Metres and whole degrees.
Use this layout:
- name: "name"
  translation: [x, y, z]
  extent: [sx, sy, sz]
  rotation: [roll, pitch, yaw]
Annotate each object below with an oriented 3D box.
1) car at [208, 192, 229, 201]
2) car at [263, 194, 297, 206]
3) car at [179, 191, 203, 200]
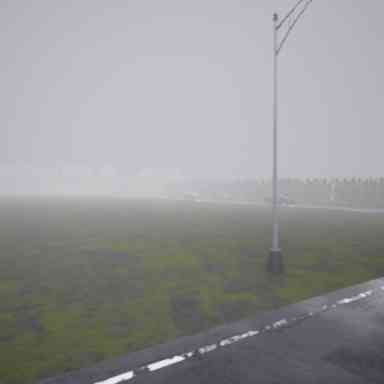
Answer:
- name: "car"
  translation: [4.830, 0.820, 61.267]
  extent: [2.128, 1.511, 4.902]
  rotation: [1, 0, -35]
- name: "car"
  translation: [12.157, 1.062, 46.094]
  extent: [1.882, 1.535, 5.008]
  rotation: [1, 1, -36]
- name: "car"
  translation: [0.104, 0.753, 63.043]
  extent: [1.812, 1.442, 4.674]
  rotation: [1, 0, -36]
